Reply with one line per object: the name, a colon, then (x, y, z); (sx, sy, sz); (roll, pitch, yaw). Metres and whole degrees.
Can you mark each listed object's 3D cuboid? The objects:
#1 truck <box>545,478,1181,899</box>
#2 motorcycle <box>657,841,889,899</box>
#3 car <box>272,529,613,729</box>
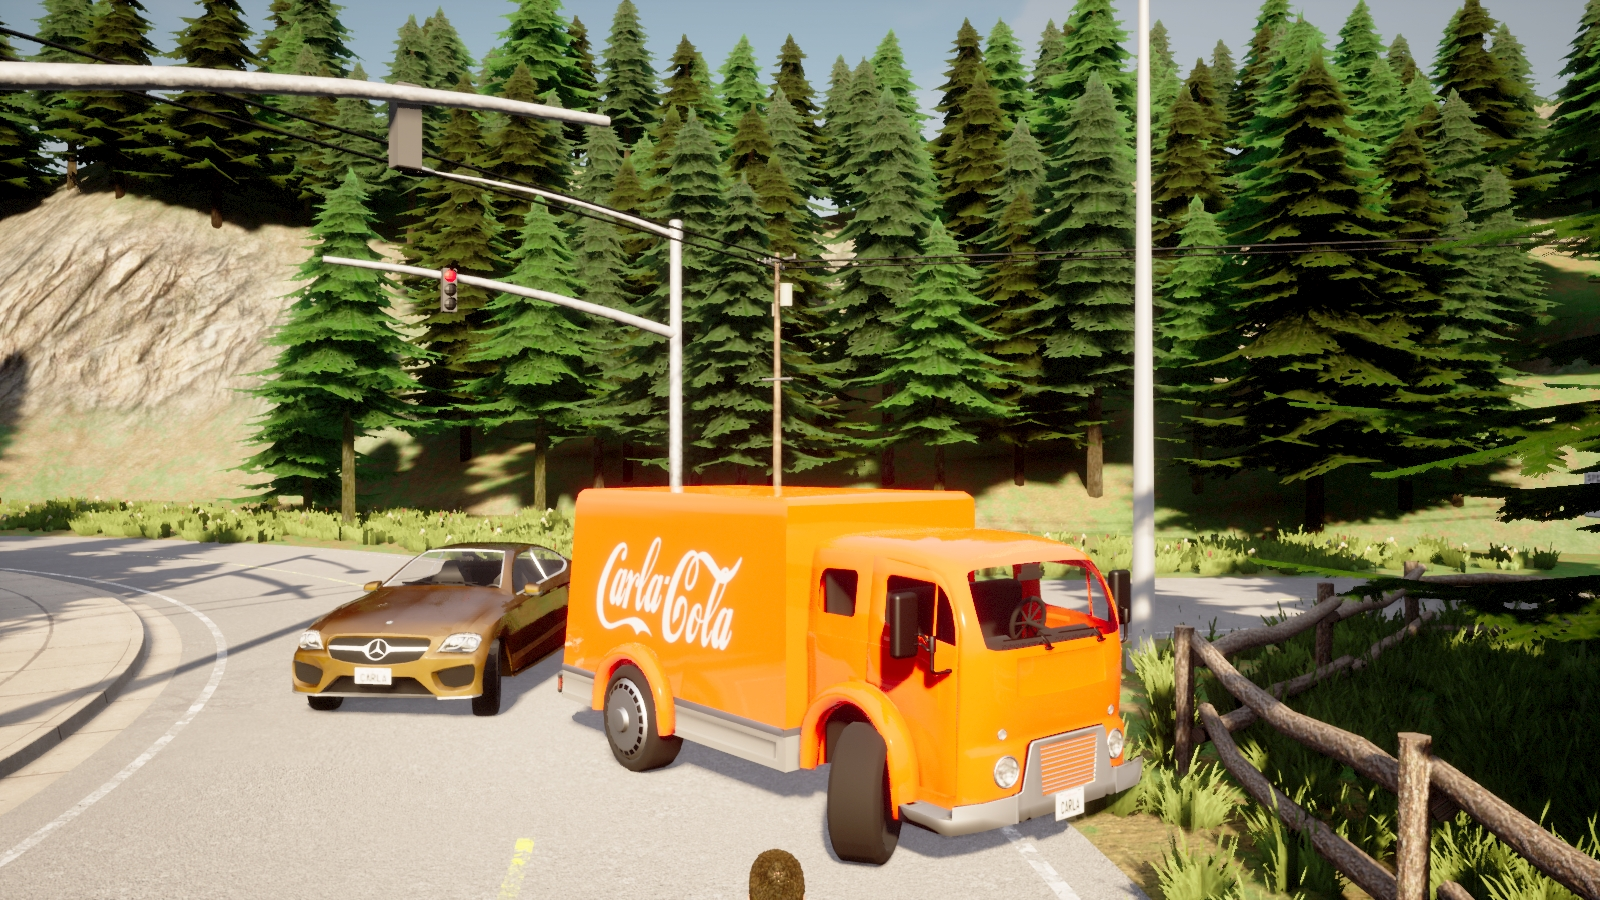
truck: (0.202, 1.542, 9.769); (2.627, 2.467, 5.204); (0, 0, -39)
motorcycle: (-0.074, 2.159, 3.526); (0.803, 1.199, 2.033); (0, 0, -2)
car: (-4.038, 1.970, 14.038); (2.152, 1.651, 5.027); (0, 0, 6)
